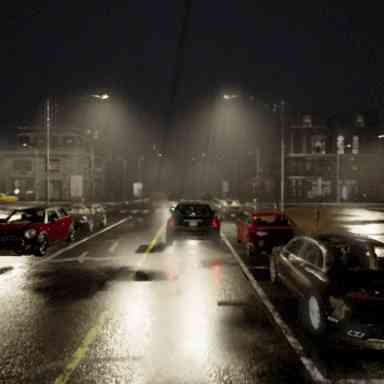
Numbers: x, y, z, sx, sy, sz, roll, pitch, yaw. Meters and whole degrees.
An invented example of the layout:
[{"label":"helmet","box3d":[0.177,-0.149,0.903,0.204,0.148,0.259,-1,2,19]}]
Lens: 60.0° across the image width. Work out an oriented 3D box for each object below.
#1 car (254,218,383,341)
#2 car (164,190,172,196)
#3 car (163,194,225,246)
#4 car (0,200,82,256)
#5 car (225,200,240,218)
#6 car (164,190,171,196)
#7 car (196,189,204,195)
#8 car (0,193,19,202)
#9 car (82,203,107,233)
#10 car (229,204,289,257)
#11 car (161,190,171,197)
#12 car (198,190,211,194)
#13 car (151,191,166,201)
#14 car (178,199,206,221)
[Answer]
[{"label":"car","box3d":[2.667,1.457,6.319,2.008,1.369,4.403,0,1,0]},{"label":"car","box3d":[-6.045,0.326,83.193,1.752,1.417,4.829,0,1,0]},{"label":"car","box3d":[0.038,1.144,14.248,2.097,1.767,4.553,0,1,0]},{"label":"car","box3d":[-5.737,1.265,11.989,1.967,1.590,4.097,0,1,0]},{"label":"car","box3d":[2.593,1.210,23.393,2.008,1.369,4.403,0,1,0]},{"label":"car","box3d":[-5.975,0.585,66.799,2.008,1.369,4.403,0,1,0]},{"label":"car","box3d":[2.288,0.081,94.426,1.967,1.590,4.097,0,1,0]},{"label":"car","box3d":[-25.641,0.806,44.060,4.829,1.417,1.752,0,0,1]},{"label":"car","box3d":[-5.763,1.293,17.683,2.008,1.369,4.403,0,1,0]},{"label":"car","box3d":[2.642,1.369,12.010,1.887,1.381,4.507,0,1,0]},{"label":"car","box3d":[-6.022,0.317,77.840,1.967,1.590,4.097,0,1,0]},{"label":"car","box3d":[2.453,0.758,55.780,1.947,1.339,4.313,0,1,0]},{"label":"car","box3d":[-5.927,0.775,55.757,1.802,1.307,4.206,0,1,0]},{"label":"car","box3d":[-0.015,1.245,24.473,1.895,1.301,4.718,0,1,-1]}]
